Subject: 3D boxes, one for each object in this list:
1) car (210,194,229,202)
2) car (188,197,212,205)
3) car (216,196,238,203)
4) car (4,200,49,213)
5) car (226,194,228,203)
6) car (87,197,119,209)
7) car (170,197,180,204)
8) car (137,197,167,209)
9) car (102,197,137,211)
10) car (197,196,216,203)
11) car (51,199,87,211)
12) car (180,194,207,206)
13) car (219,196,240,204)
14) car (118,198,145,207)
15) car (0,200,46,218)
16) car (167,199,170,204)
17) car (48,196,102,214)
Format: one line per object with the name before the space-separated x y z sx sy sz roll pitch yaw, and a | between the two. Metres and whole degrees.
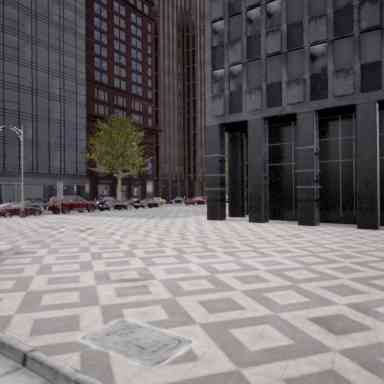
car | 6.392 1.297 75.922 2.192 1.841 5.009 -1 0 35
car | 1.477 1.540 58.265 1.895 1.301 4.718 -1 0 34
car | 7.138 1.470 66.496 2.033 1.411 5.357 -1 0 35
car | -19.169 1.643 38.746 1.947 1.339 4.313 -1 0 35
car | 3.825 1.223 57.145 2.192 1.841 5.009 -1 0 35
car | -12.781 1.485 48.039 1.967 1.590 4.097 -1 0 35
car | -3.193 1.575 61.980 1.947 1.339 4.313 -1 0 35
car | -5.758 1.510 43.205 1.947 1.339 4.313 -1 0 35
car | -8.952 1.525 38.559 1.947 1.339 4.313 -1 0 35
car | 3.198 1.536 71.274 1.887 1.381 4.507 -1 0 35
car | -15.974 1.643 43.393 1.802 1.307 4.206 -1 0 35
car | 0.632 1.463 52.498 1.887 1.381 4.507 -1 0 35
car | 7.022 1.464 61.790 1.947 1.339 4.313 -1 0 35
car | -9.583 1.614 52.686 1.802 1.307 4.206 -1 0 35
car | -15.342 1.577 29.267 1.802 1.307 4.206 -1 0 35
car | -6.485 1.545 57.192 1.752 1.417 4.829 -1 0 35
car | -12.149 1.291 33.914 2.192 1.841 5.009 -1 0 35
